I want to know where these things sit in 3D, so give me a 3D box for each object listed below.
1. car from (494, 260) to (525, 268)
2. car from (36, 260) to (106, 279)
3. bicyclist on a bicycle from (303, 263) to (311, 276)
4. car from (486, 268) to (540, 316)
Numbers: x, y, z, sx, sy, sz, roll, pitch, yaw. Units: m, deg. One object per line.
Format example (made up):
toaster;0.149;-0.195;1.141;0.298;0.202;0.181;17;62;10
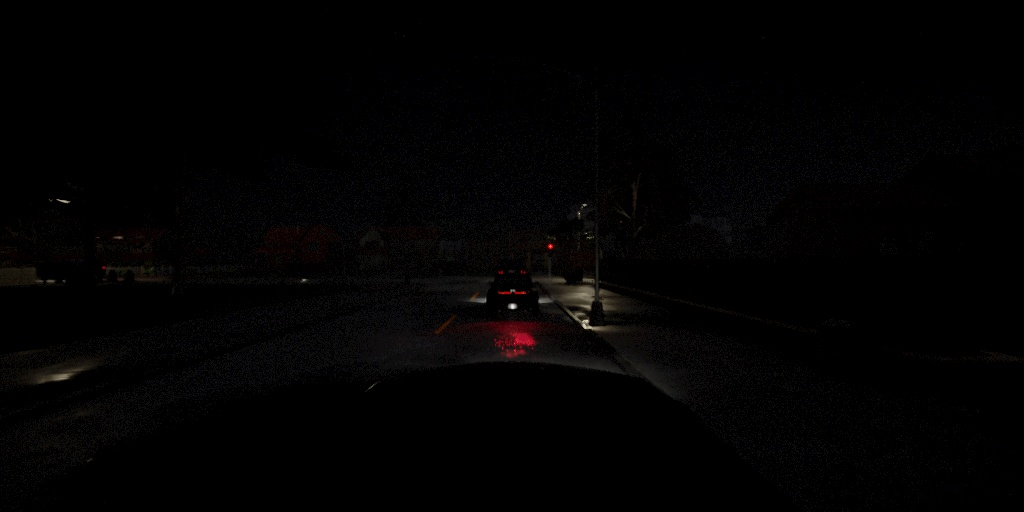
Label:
car;-0.151;1.297;28.018;2.150;2.045;5.566;0;0;-3
car;-46.534;1.415;37.934;5.566;2.045;2.150;0;-1;0
bicyclist on a bicycle;-24.158;1.598;42.227;0.582;1.620;1.656;0;0;0
car;0.046;1.408;14.070;1.837;1.490;4.892;0;0;1
